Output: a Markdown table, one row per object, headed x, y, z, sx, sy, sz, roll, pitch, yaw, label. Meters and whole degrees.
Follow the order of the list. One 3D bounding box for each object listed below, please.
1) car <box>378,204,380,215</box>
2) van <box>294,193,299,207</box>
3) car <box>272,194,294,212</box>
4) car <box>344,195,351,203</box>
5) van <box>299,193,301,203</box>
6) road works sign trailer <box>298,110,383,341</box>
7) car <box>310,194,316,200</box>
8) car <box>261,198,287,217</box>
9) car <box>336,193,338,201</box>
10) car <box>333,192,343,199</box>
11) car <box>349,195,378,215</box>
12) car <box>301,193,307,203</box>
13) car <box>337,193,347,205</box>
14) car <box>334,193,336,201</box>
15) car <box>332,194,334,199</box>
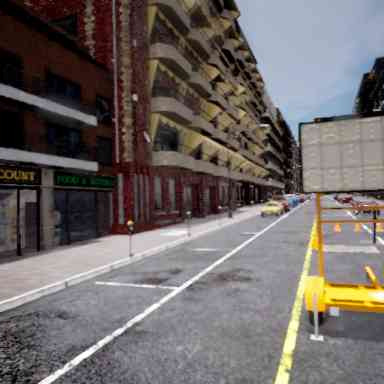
| x | y | z | sx | sy | sz | roll | pitch | yaw | label |
| --- | --- | --- | --- | --- | --- | --- | --- | --- | --- |
| 8.989 | 1.287 | 13.416 | 1.752 | 1.417 | 4.829 | -1 | 0 | 21 | car |
| 13.719 | 1.279 | 47.085 | 1.690 | 1.788 | 3.998 | -1 | 0 | 21 | van |
| 9.685 | 1.300 | 36.788 | 2.192 | 1.841 | 5.009 | -1 | 0 | 21 | car |
| 16.996 | 1.205 | 33.856 | 2.008 | 1.369 | 4.403 | -1 | 0 | 21 | car |
| 15.736 | 1.260 | 52.236 | 1.690 | 1.788 | 3.998 | -1 | 0 | 21 | van |
| 3.244 | 0.387 | 5.955 | 2.380 | 3.560 | 2.880 | -3 | -1 | 21 | road works sign trailer |
| 29.918 | 1.251 | 81.449 | 1.812 | 1.442 | 4.674 | -3 | -1 | 21 | car |
| 7.609 | 1.537 | 31.479 | 1.752 | 1.417 | 4.829 | -1 | 0 | 21 | car |
| 25.065 | 1.114 | 54.454 | 1.887 | 1.381 | 4.507 | -1 | 0 | 21 | car |
| 35.120 | 0.939 | 80.218 | 1.967 | 1.590 | 4.097 | -1 | 0 | 21 | car |
| 14.978 | 1.225 | 28.705 | 1.887 | 1.381 | 4.507 | -1 | 0 | 21 | car |
| 19.770 | 1.198 | 62.534 | 2.192 | 1.841 | 5.009 | -1 | 0 | 21 | car |
| 23.048 | 1.132 | 49.305 | 1.887 | 1.381 | 4.507 | -1 | 0 | 21 | car |
| 27.088 | 0.992 | 59.602 | 1.967 | 1.590 | 4.097 | -1 | 0 | 21 | car |
| 31.082 | 0.838 | 69.917 | 2.192 | 1.841 | 5.009 | -1 | 0 | 21 | car |
